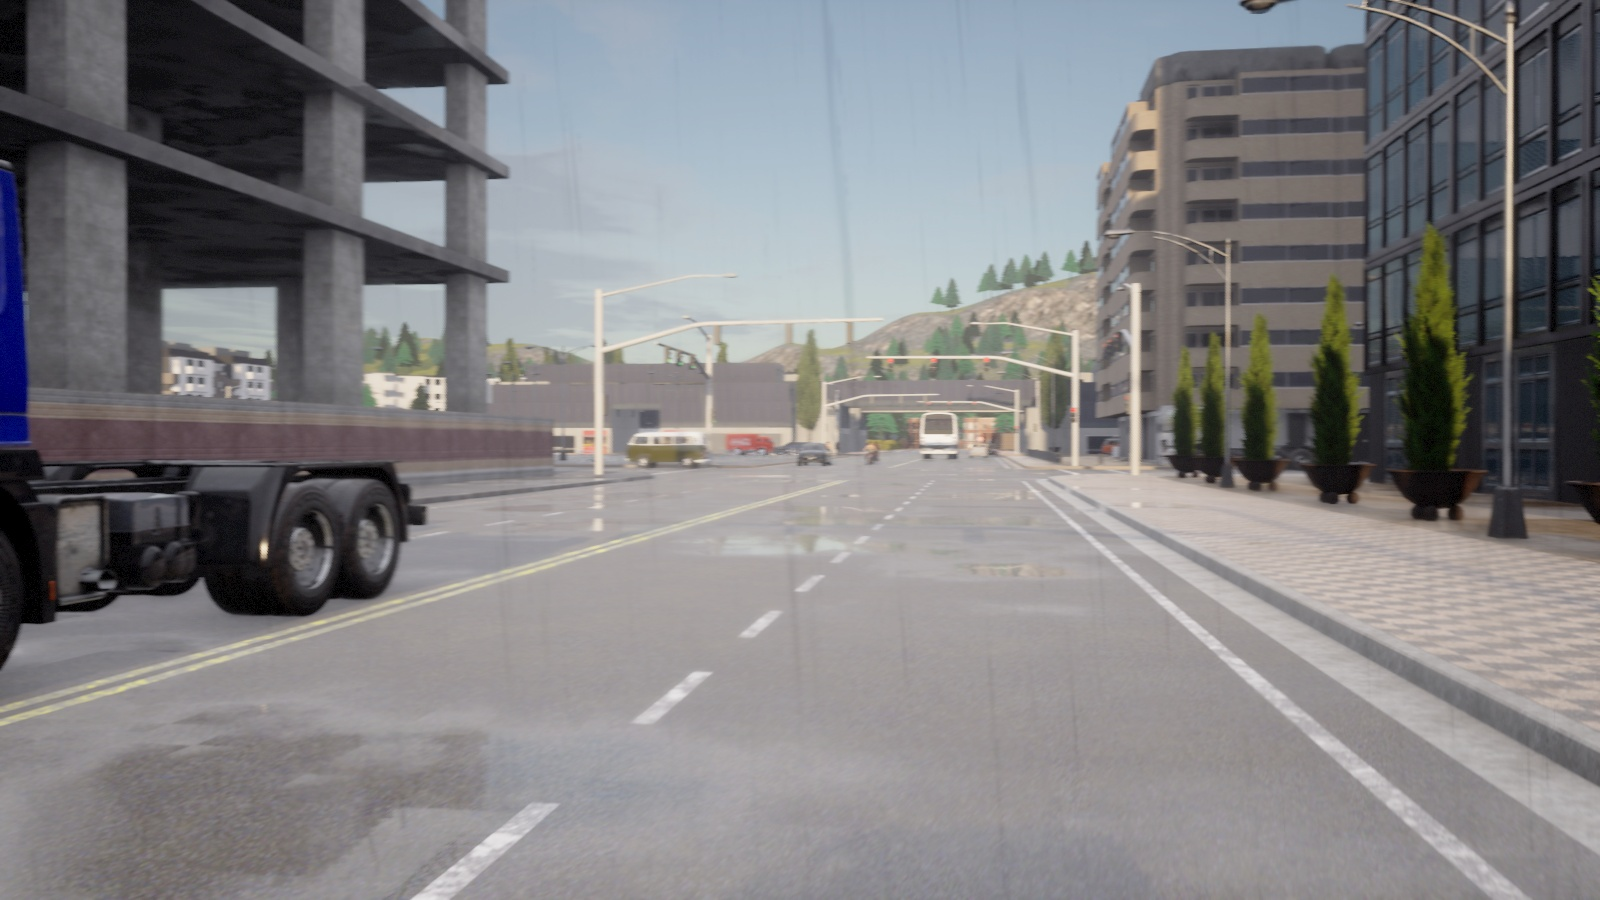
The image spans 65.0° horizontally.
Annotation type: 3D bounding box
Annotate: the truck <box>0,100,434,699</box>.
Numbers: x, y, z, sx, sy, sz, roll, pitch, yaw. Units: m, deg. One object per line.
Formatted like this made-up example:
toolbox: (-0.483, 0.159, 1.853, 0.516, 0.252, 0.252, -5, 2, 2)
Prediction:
truck: (-5.791, -0.304, 9.370, 2.891, 3.462, 7.936, 0, 0, 8)

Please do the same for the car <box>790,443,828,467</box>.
car: (0.597, 0.286, 81.463, 1.837, 1.490, 4.892, 0, 0, 8)

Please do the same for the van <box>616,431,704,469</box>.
van: (-7.678, -0.001, 69.149, 4.480, 2.038, 2.069, 0, 0, 7)

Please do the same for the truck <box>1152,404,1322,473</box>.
truck: (22.634, -0.608, 65.406, 7.936, 3.462, 2.891, 0, 0, 8)
